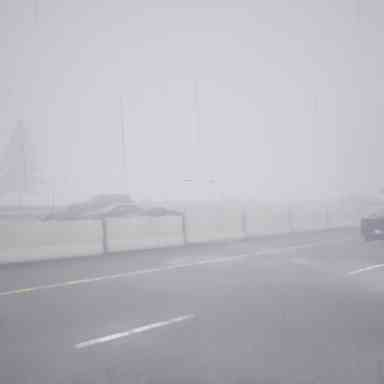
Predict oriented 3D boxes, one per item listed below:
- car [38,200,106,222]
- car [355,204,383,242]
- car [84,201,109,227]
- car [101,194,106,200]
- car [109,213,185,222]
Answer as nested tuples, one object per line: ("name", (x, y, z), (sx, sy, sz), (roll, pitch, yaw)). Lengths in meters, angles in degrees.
("car", (-8.189, 1.529, 23.948), (5.357, 1.411, 2.033), (0, 0, -36))
("car", (9.469, 1.438, 14.803), (5.008, 1.535, 1.882), (0, 0, -35))
("car", (-4.920, 1.504, 21.981), (4.674, 1.442, 1.812), (0, 0, -36))
("car", (-7.688, 1.196, 28.605), (5.566, 2.045, 2.150), (0, 0, -36))
("car", (-2.358, 1.541, 19.509), (4.181, 1.385, 1.994), (0, 0, -36))
